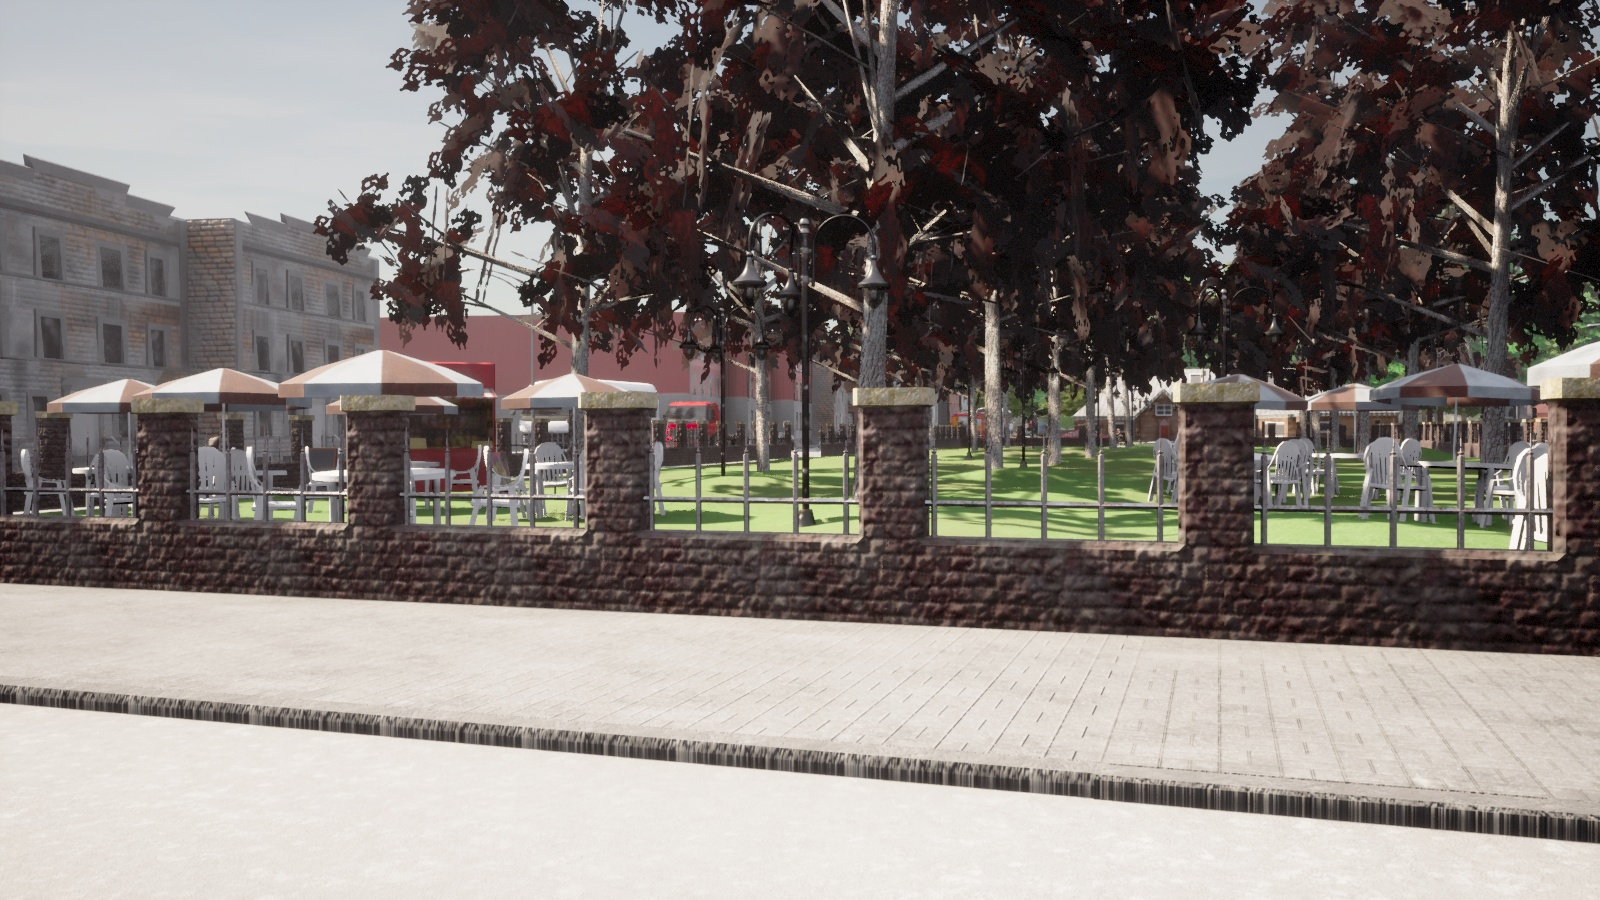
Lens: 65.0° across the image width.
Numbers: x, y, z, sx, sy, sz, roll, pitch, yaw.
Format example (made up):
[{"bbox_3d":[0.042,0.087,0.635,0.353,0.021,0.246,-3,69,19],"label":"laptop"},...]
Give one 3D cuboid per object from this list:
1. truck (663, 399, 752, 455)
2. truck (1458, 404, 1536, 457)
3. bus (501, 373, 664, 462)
[{"bbox_3d":[-5.827,-1.474,81.003,2.891,3.462,7.936,1,1,18],"label":"truck"},{"bbox_3d":[47.844,-1.359,86.422,2.891,3.462,7.936,0,1,15],"label":"truck"},{"bbox_3d":[-11.050,-1.638,65.338,3.944,4.253,10.273,1,1,18],"label":"bus"}]
